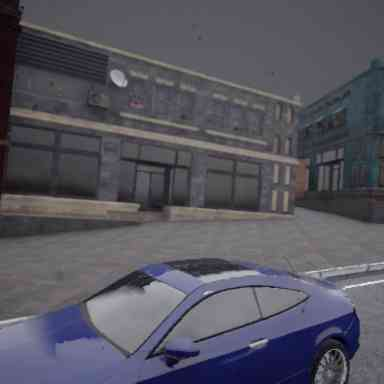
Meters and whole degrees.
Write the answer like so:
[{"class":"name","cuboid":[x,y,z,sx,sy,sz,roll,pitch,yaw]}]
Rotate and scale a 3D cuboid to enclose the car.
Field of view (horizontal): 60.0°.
[{"class":"car","cuboid":[-0.095,1.522,3.571,4.674,1.442,1.812,1,0,-32]}]
